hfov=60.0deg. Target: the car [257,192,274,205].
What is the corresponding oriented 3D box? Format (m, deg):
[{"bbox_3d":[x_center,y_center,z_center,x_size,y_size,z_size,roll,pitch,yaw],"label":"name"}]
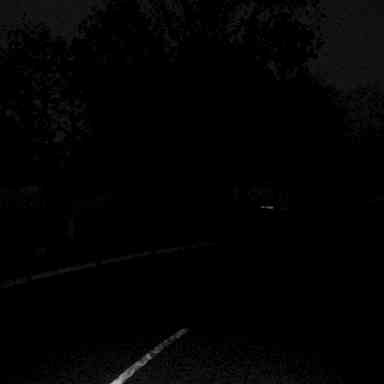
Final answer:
[{"bbox_3d":[9.987,0.921,44.893,2.097,1.767,4.553,1,1,4],"label":"car"}]
